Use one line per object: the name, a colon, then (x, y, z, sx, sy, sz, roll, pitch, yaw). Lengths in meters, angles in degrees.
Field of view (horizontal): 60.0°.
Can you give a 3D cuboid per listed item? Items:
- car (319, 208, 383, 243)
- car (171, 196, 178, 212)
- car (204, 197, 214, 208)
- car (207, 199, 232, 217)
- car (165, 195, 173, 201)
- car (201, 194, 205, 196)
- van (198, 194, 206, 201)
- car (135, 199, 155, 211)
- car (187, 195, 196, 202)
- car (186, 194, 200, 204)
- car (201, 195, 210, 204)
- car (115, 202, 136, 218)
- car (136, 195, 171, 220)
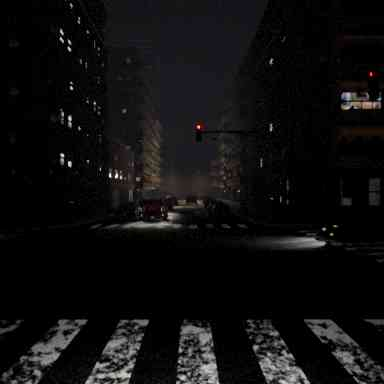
car: (7.919, 1.433, 14.902, 4.181, 1.385, 1.994, -2, 0, 0)
car: (-3.162, 1.495, 39.485, 2.128, 1.511, 4.902, 0, 0, 0)
car: (2.625, 1.568, 35.907, 1.947, 1.339, 4.313, 0, 0, 0)
car: (2.634, 1.582, 30.384, 1.802, 1.307, 4.206, 0, 0, 0)
car: (-5.839, 1.557, 85.447, 1.752, 1.417, 4.829, 0, 0, 0)
car: (3.048, 1.539, 60.952, 1.812, 1.442, 4.674, 0, 0, 0)
van: (2.540, 1.373, 85.619, 1.690, 1.788, 3.998, -1, 0, 0)
car: (-5.766, 1.570, 41.429, 1.947, 1.339, 4.313, 0, 0, 0)
car: (-0.115, 1.404, 69.841, 1.994, 1.385, 4.181, 0, 0, 0)
car: (-0.103, 1.366, 61.437, 2.097, 1.767, 4.553, 0, 0, 0)
car: (2.606, 1.551, 46.954, 1.887, 1.381, 4.507, 0, 0, 0)
car: (-5.747, 1.566, 30.382, 1.947, 1.339, 4.313, 0, 0, 0)
car: (-3.088, 1.352, 27.630, 2.097, 1.767, 4.553, 0, 0, -2)
